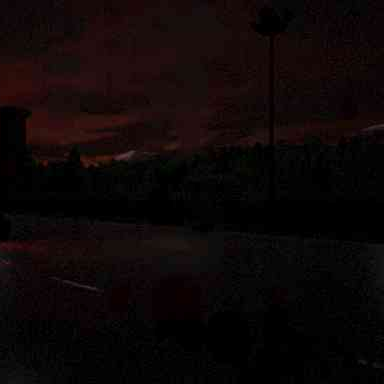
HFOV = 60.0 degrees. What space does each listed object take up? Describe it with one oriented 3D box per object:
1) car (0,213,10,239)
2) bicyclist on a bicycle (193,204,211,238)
[{"bbox_3d":[-10.628,1.492,15.995,4.892,1.490,1.837,-1,0,36],"label":"car"},{"bbox_3d":[0.505,1.440,16.650,0.582,1.620,1.656,0,2,36],"label":"bicyclist on a bicycle"}]
